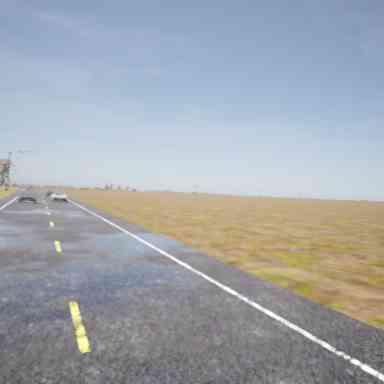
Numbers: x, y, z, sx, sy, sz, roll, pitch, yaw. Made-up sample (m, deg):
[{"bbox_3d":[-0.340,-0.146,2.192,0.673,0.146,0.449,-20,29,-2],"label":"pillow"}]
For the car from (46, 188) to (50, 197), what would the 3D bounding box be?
[{"bbox_3d":[-26.430,0.100,62.820,2.128,1.511,4.902,4,0,-25],"label":"car"}]

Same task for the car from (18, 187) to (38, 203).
[{"bbox_3d":[-19.024,0.503,38.650,2.033,1.411,5.357,4,0,-25],"label":"car"}]

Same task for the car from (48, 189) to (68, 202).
[{"bbox_3d":[-18.288,0.629,45.752,1.895,1.301,4.718,4,0,-25],"label":"car"}]
